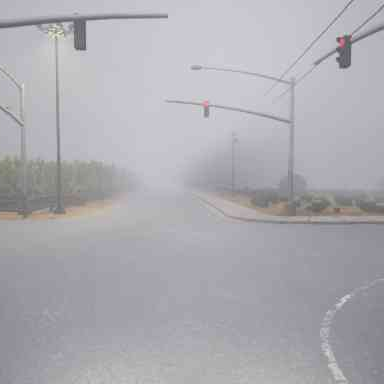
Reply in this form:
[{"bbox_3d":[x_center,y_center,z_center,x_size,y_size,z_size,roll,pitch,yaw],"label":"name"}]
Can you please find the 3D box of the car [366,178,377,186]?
[{"bbox_3d":[42.112,-2.324,77.653,1.905,1.878,3.866,10,10,41],"label":"car"}]
